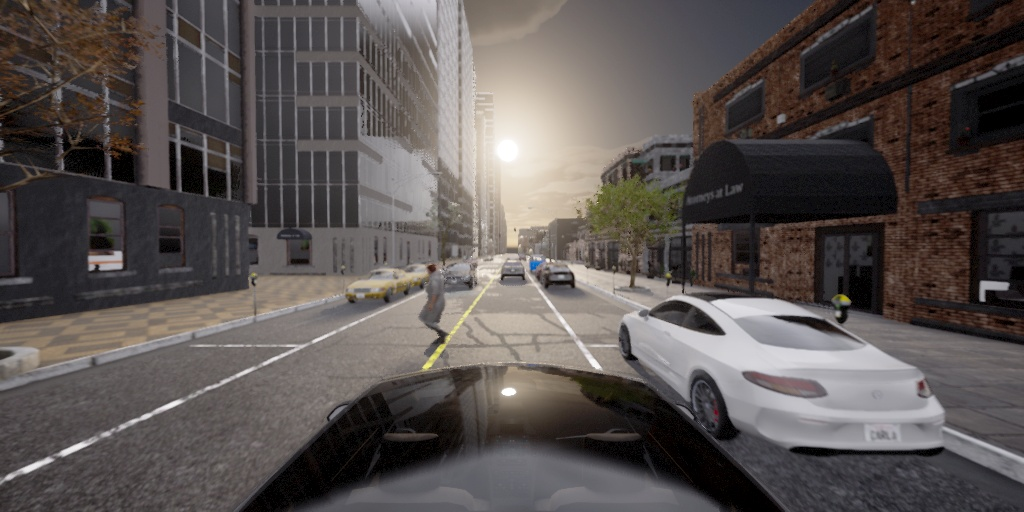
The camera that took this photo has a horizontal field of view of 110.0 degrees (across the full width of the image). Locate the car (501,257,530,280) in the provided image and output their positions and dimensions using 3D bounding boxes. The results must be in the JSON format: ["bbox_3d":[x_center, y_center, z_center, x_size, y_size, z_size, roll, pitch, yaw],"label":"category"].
[{"bbox_3d":[0.078,1.071,28.469,2.033,1.411,5.357,0,1,0],"label":"car"}]

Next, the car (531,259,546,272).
[{"bbox_3d":[2.692,1.117,27.129,1.802,1.307,4.207,0,0,0],"label":"car"}]

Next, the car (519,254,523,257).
[{"bbox_3d":[0.092,0.847,46.725,1.882,1.535,5.008,0,0,0],"label":"car"}]

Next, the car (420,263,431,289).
[{"bbox_3d":[-5.690,1.107,21.437,1.751,1.417,4.829,0,0,0],"label":"car"}]

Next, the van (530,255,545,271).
[{"bbox_3d":[2.693,0.782,38.197,1.690,1.789,3.998,0,0,0],"label":"van"}]

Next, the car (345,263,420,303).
[{"bbox_3d":[-5.690,1.154,15.903,1.751,1.417,4.829,0,0,0],"label":"car"}]

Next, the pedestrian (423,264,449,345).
[{"bbox_3d":[-1.666,0.992,7.863,0.375,1.860,0.375,-1,1,-2],"label":"pedestrian"}]

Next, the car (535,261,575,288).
[{"bbox_3d":[2.691,1.148,21.595,1.948,1.339,4.313,0,0,0],"label":"car"}]

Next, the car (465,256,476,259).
[{"bbox_3d":[-5.687,0.788,49.281,1.967,1.591,4.097,0,0,0],"label":"car"}]

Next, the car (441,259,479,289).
[{"bbox_3d":[-3.096,1.108,21.489,1.812,1.442,4.674,0,0,0],"label":"car"}]

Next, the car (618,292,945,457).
[{"bbox_3d":[3.000,1.247,5.205,1.812,1.442,4.674,0,0,0],"label":"car"}]
